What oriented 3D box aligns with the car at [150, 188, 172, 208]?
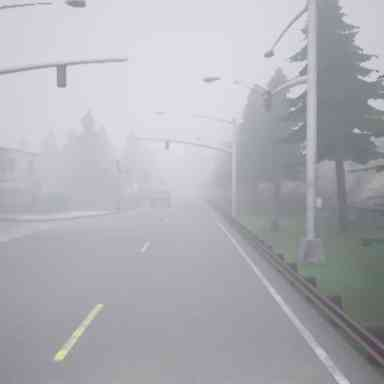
[{"bbox_3d":[-3.532,0.681,38.494,2.150,2.045,5.566,0,1,0],"label":"car"}]
